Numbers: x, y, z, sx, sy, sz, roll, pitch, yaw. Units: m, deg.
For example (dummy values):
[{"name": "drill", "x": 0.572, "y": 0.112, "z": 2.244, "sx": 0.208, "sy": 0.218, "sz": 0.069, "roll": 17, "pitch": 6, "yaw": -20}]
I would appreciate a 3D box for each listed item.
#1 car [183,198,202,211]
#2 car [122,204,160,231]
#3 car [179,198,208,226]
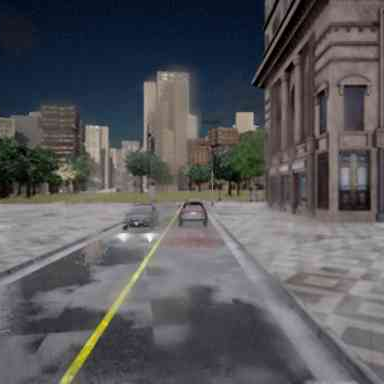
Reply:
[{"name": "car", "x": 0.075, "y": 1.508, "z": 41.083, "sx": 2.128, "sy": 1.511, "sz": 4.902, "roll": 0, "pitch": 0, "yaw": 0}, {"name": "car", "x": -3.109, "y": 1.526, "z": 20.997, "sx": 1.837, "sy": 1.490, "sz": 4.892, "roll": 0, "pitch": 0, "yaw": 0}, {"name": "car", "x": 0.084, "y": 1.451, "z": 23.605, "sx": 2.033, "sy": 1.649, "sz": 4.856, "roll": 0, "pitch": 0, "yaw": 0}]
